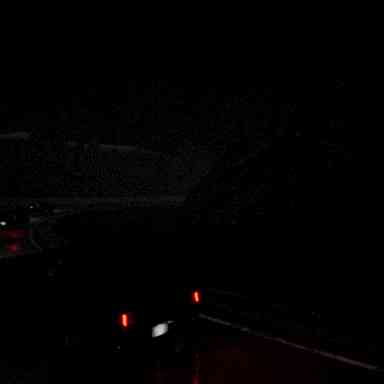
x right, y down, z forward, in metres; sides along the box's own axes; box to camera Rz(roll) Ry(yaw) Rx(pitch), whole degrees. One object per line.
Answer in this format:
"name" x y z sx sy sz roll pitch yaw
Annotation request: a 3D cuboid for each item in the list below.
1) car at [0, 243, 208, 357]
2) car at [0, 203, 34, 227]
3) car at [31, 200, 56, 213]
"car" -2.043 1.622 6.150 4.718 1.301 1.895 0 0 44
"car" -12.329 1.651 22.680 1.895 1.301 4.718 0 0 -19
"car" -17.571 1.663 38.618 1.994 1.385 4.181 0 0 3
